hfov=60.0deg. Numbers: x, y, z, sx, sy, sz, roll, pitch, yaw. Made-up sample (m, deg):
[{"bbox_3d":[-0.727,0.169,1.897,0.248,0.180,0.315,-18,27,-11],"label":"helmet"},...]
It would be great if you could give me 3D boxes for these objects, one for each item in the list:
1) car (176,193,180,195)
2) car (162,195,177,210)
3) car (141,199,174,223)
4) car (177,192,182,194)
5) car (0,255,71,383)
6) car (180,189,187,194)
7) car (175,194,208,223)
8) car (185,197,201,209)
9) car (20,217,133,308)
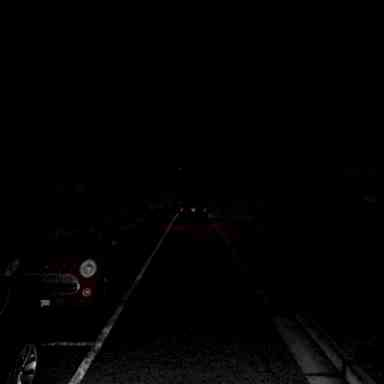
[{"bbox_3d":[-2.649,1.246,41.068,1.887,1.381,4.507,1,1,0],"label":"car"},{"bbox_3d":[-2.647,1.319,35.533,1.887,1.381,4.507,1,1,0],"label":"car"},{"bbox_3d":[-2.644,1.438,24.462,2.008,1.369,4.403,1,0,0],"label":"car"},{"bbox_3d":[-2.650,1.146,46.432,1.752,1.417,4.829,1,1,0],"label":"car"},{"bbox_3d":[-2.635,1.559,2.315,1.947,1.339,4.313,0,0,0],"label":"car"},{"bbox_3d":[-2.663,0.695,73.700,2.008,1.369,4.403,1,1,0],"label":"car"},{"bbox_3d":[0.085,1.238,24.648,2.097,1.767,4.553,0,1,0],"label":"car"},{"bbox_3d":[0.076,1.300,41.171,1.895,1.301,4.718,0,1,0],"label":"car"},{"bbox_3d":[-2.638,1.418,7.848,1.967,1.590,4.097,0,0,0],"label":"car"}]
